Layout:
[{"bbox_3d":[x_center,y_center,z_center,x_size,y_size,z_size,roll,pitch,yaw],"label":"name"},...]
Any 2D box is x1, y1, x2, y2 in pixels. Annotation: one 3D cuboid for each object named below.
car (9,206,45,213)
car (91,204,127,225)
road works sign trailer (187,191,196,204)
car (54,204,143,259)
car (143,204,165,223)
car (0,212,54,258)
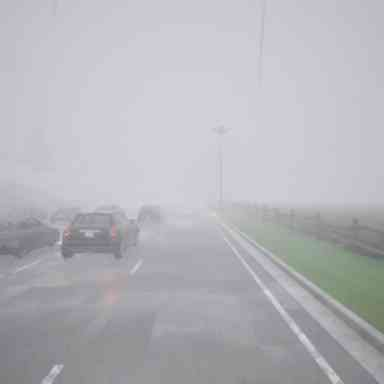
[{"bbox_3d":[-13.966,1.877,28.461,1.994,1.385,4.181,0,-1,0],"label":"car"},{"bbox_3d":[-6.967,1.820,28.483,1.837,1.490,4.892,0,0,0],"label":"car"},{"bbox_3d":[-0.151,1.465,91.398,2.380,3.560,2.880,0,-1,0],"label":"road works sign trailer"},{"bbox_3d":[-3.473,1.499,13.410,2.097,1.767,4.553,0,-1,0],"label":"car"},{"bbox_3d":[-3.467,1.820,28.487,1.837,1.490,4.892,0,0,0],"label":"car"},{"bbox_3d":[-6.974,1.712,13.381,1.994,1.385,4.181,0,-1,0],"label":"car"}]
